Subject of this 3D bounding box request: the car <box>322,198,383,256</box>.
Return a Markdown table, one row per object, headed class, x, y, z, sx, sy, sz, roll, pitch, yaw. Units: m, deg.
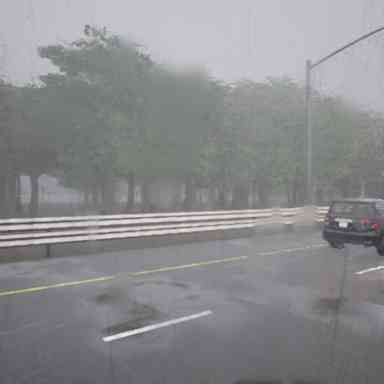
| class | x | y | z | sx | sy | sz | roll | pitch | yaw |
| --- | --- | --- | --- | --- | --- | --- | --- | --- | --- |
| car | 7.594 | 1.274 | 13.461 | 5.566 | 2.045 | 2.150 | 0 | 0 | -36 |
